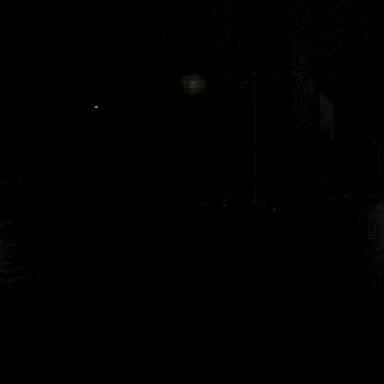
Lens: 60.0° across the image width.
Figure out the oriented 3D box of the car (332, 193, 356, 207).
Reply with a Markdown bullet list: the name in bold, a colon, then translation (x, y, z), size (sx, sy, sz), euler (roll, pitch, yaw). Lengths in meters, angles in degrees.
- **car**: translation (20.403, 1.137, 45.400), size (2.192, 1.841, 5.009), euler (0, 0, 35)

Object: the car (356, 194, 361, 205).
- **car**: translation (23.614, 1.378, 50.034), size (1.947, 1.339, 4.313), euler (0, 0, 35)

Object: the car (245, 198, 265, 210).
- **car**: translation (6.978, 1.494, 40.985), size (1.802, 1.307, 4.206), euler (0, 0, 35)

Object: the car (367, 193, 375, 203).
- **car**: translation (33.244, 1.100, 63.943), size (2.192, 1.841, 5.009), euler (0, 0, 35)

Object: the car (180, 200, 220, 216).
- **car**: translation (0.557, 1.524, 31.713), size (1.802, 1.307, 4.206), euler (0, 0, 35)

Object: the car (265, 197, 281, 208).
- **car**: translation (10.092, 1.426, 45.481), size (1.752, 1.417, 4.829), euler (0, 0, 35)

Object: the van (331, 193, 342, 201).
- **van**: translation (35.872, 1.186, 82.713), size (1.690, 1.788, 3.998), euler (-1, 0, 35)

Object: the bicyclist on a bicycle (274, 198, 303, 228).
- **bicyclist on a bicycle**: translation (5.304, 1.177, 18.392), size (1.656, 1.620, 0.582), euler (-1, 0, 35)

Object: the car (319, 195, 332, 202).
- **car**: translation (29.453, 1.427, 73.439), size (1.802, 1.307, 4.206), euler (0, 0, 35)

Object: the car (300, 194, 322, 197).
- **car**: translation (13.696, 1.346, 40.222), size (2.128, 1.511, 4.902), euler (-1, -1, 35)

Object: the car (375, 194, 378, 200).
- **car**: translation (36.552, 1.303, 68.717), size (1.752, 1.417, 4.829), euler (-1, 0, 35)

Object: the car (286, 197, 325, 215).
- **car**: translation (10.773, 1.424, 31.491), size (1.947, 1.339, 4.313), euler (0, 0, 35)

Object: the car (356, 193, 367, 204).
- **car**: translation (26.823, 1.118, 54.671), size (2.192, 1.841, 5.009), euler (0, 0, 35)

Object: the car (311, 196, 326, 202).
- **car**: translation (26.243, 1.418, 68.804), size (1.947, 1.339, 4.313), euler (0, 0, 35)

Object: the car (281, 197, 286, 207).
- **car**: translation (13.399, 1.455, 50.258), size (1.947, 1.339, 4.313), euler (0, 0, 35)

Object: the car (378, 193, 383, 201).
- **car**: translation (42.875, 1.359, 77.848), size (1.802, 1.307, 4.206), euler (-1, 0, 35)

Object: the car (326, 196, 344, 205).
- **car**: translation (23.194, 1.354, 53.943), size (1.812, 1.442, 4.674), euler (-1, 0, 35)

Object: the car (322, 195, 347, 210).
- **car**: translation (17.193, 1.377, 40.763), size (1.887, 1.381, 4.507), euler (0, 0, 35)

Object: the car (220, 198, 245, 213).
- **car**: translation (3.766, 1.366, 36.348), size (1.967, 1.590, 4.097), euler (0, 0, 35)
